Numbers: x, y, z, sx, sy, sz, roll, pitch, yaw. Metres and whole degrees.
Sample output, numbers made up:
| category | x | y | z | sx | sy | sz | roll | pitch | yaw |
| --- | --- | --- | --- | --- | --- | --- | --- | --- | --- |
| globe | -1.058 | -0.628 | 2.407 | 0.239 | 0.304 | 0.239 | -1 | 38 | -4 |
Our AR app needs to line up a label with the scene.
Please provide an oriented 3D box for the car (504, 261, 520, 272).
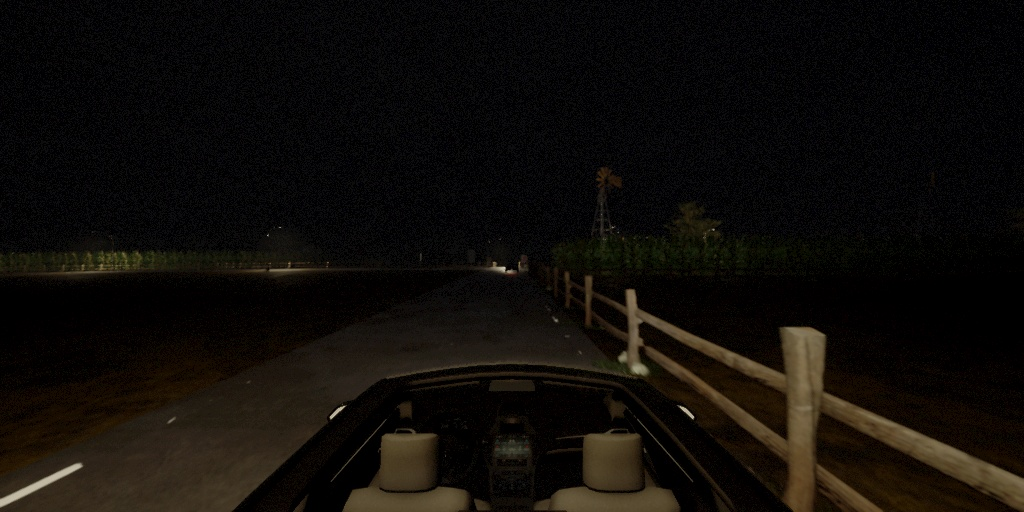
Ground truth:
| category | x | y | z | sx | sy | sz | roll | pitch | yaw |
| --- | --- | --- | --- | --- | --- | --- | --- | --- | --- |
| car | 0.010 | 1.443 | 48.827 | 1.837 | 1.490 | 4.892 | 0 | 0 | 0 |
